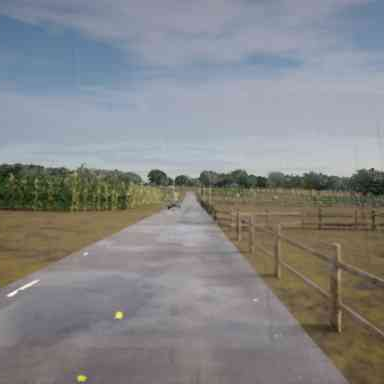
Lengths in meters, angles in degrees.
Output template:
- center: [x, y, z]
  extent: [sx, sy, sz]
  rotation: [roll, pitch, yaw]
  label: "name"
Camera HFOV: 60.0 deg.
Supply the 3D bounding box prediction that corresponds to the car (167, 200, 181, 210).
- center: [-2.660, 1.915, 50.970]
  extent: [1.994, 1.385, 4.181]
  rotation: [0, -1, 0]
  label: "car"
